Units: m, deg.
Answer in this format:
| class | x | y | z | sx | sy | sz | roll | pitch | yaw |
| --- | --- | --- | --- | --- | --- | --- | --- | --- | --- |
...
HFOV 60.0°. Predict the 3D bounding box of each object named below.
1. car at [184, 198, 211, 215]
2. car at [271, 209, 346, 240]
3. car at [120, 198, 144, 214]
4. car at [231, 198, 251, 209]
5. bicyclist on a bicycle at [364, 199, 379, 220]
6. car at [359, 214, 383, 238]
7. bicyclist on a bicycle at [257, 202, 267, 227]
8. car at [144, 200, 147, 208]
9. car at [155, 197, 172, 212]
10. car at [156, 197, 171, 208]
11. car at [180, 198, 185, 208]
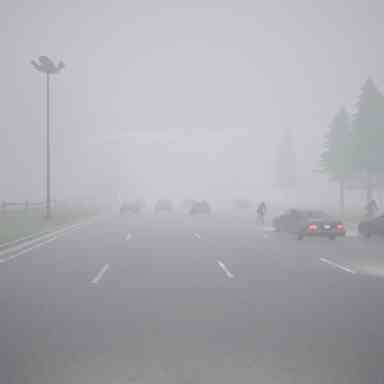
| class | x | y | z | sx | sy | sz | roll | pitch | yaw |
| --- | --- | --- | --- | --- | --- | --- | --- | --- | --- |
| car | 0.714 | 1.489 | 33.290 | 2.128 | 1.511 | 4.902 | 0 | 0 | -5 |
| car | 5.663 | 1.546 | 16.894 | 2.033 | 1.411 | 5.357 | 0 | 0 | -4 |
| car | -6.524 | 1.599 | 35.624 | 1.895 | 1.301 | 4.718 | 0 | 0 | -5 |
| car | 6.643 | 1.545 | 45.570 | 2.033 | 1.411 | 5.357 | 0 | 0 | -5 |
| bicyclist on a bicycle | 12.406 | 1.326 | 22.967 | 1.656 | 1.620 | 0.582 | 3 | 1 | -29 |
| car | 9.359 | 1.524 | 14.719 | 1.812 | 1.442 | 4.674 | 0 | 0 | -4 |
| bicyclist on a bicycle | 4.483 | 1.440 | 21.350 | 0.582 | 1.620 | 1.656 | 0 | -2 | 34 |
| car | -7.636 | 1.523 | 48.035 | 1.812 | 1.442 | 4.674 | 0 | 0 | -5 |
| car | -3.226 | 1.599 | 38.037 | 1.895 | 1.301 | 4.718 | 0 | 0 | -5 |
| car | -4.127 | 1.489 | 48.092 | 2.128 | 1.511 | 4.902 | 0 | 0 | -6 |
| car | -0.690 | 1.560 | 48.942 | 1.994 | 1.385 | 4.181 | 0 | 0 | -5 |
